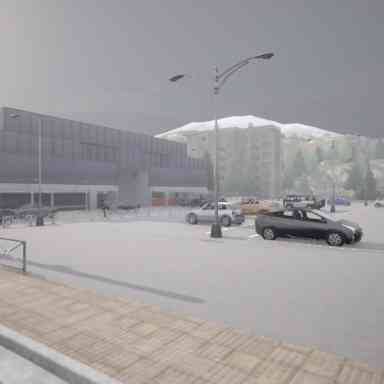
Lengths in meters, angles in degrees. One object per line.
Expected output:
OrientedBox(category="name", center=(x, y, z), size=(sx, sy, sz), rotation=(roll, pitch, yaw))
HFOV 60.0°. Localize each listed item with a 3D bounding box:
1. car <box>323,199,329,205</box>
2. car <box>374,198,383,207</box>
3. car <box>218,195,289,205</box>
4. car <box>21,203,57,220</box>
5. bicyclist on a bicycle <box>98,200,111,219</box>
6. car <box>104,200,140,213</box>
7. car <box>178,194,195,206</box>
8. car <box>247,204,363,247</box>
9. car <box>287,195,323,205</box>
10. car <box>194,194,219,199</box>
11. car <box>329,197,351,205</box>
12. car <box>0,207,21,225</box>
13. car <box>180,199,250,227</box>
OrientedBox(category="car", center=(13.669, 1.289, 40.409), size=(4.605, 1.855, 1.932), rotation=(0, 0, 35))
OrientedBox(category="car", center=(28.863, 1.576, 48.759), size=(3.806, 1.475, 1.970), rotation=(0, 0, 35))
OrientedBox(category="car", center=(4.920, 1.345, 27.366), size=(5.027, 1.636, 2.152), rotation=(0, 0, 35))
OrientedBox(category="car", center=(-14.615, 1.740, 30.538), size=(1.994, 1.385, 4.181), rotation=(0, 0, 35))
OrientedBox(category="bicyclist on a bicycle", center=(-7.368, 1.477, 27.820), size=(1.656, 1.620, 0.582), rotation=(0, 0, 35))
OrientedBox(category="car", center=(-8.277, 1.668, 39.459), size=(2.128, 1.511, 4.902), rotation=(0, 0, 36))
OrientedBox(category="car", center=(0.207, 1.396, 51.340), size=(2.150, 2.045, 5.566), rotation=(0, 0, 36))
OrientedBox(category="car", center=(5.098, 1.490, 14.879), size=(4.514, 1.523, 2.007), rotation=(0, 0, 35))
OrientedBox(category="car", center=(12.324, 1.269, 37.800), size=(3.866, 1.878, 1.905), rotation=(0, 0, 35))
OrientedBox(category="car", center=(3.207, 1.398, 49.367), size=(2.150, 2.045, 5.566), rotation=(0, 0, 37))
OrientedBox(category="car", center=(24.536, 1.565, 55.484), size=(3.633, 1.501, 1.845), rotation=(0, 0, 35))
OrientedBox(category="car", center=(-15.023, 1.778, 23.310), size=(1.895, 1.301, 4.718), rotation=(0, 0, 35))
OrientedBox(category="car", center=(1.469, 1.424, 21.946), size=(3.806, 1.475, 1.970), rotation=(0, 0, 35))
